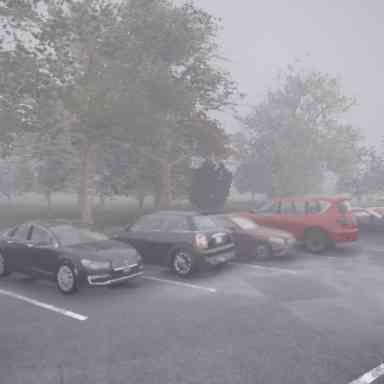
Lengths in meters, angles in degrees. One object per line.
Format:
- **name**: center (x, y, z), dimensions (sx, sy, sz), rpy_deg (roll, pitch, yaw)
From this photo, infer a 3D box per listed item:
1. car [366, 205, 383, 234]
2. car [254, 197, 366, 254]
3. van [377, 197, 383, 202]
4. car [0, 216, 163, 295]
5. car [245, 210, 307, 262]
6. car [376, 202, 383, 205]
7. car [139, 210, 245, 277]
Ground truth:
- **car**: center (8.780, 1.546, 17.197), dimensions (4.674, 1.452, 2.002), rpy_deg (-1, -1, 36)
- **car**: center (3.846, 1.244, 13.862), dimensions (5.566, 2.045, 2.435), rpy_deg (-1, -1, 35)
- **van**: center (13.809, 1.292, 20.443), dimensions (4.442, 1.987, 1.878), rpy_deg (-1, -1, 36)
- **car**: center (-3.439, 1.487, 8.756), dimensions (4.892, 1.521, 2.231), rpy_deg (-1, -1, 34)
- **car**: center (1.430, 1.531, 12.160), dimensions (4.674, 1.452, 2.002), rpy_deg (-1, -1, 35)
- **car**: center (11.395, 1.507, 18.747), dimensions (5.366, 1.575, 1.946), rpy_deg (-1, -1, 36)
- **car**: center (-0.984, 1.362, 10.434), dimensions (4.553, 1.767, 2.185), rpy_deg (-1, -1, 35)
